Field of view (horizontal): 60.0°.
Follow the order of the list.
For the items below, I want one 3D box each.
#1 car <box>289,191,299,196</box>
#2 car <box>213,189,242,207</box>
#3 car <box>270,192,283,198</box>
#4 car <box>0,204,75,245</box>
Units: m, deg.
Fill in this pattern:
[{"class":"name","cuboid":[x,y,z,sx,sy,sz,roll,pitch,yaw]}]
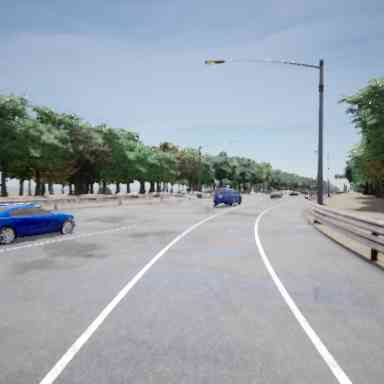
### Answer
[{"class":"car","cuboid":[27.655,0.453,90.045,1.895,1.301,4.718,1,0,25]},{"class":"car","cuboid":[4.331,0.650,39.942,2.150,2.045,5.566,1,1,25]},{"class":"car","cuboid":[17.430,0.629,68.180,1.895,1.301,4.718,1,1,25]},{"class":"car","cuboid":[-7.400,1.274,14.603,1.882,1.535,5.008,1,1,25]}]
